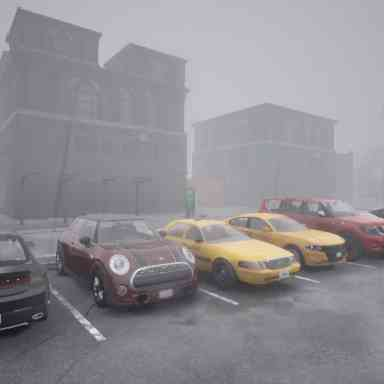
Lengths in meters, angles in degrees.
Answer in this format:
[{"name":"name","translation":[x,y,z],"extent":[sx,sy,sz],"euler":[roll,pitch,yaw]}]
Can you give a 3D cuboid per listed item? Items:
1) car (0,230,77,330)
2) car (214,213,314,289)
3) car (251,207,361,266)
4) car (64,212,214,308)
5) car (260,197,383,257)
[{"name":"car","translation":[-4.145,1.481,6.481],"extent":[2.231,1.521,4.892],"euler":[0,0,-35]},{"name":"car","translation":[0.497,1.478,9.559],"extent":[1.946,1.575,5.366],"euler":[0,0,-35]},{"name":"car","translation":[2.656,1.481,11.326],"extent":[2.097,1.535,5.008],"euler":[0,0,-35]},{"name":"car","translation":[-1.796,1.355,8.196],"extent":[2.185,1.767,4.553],"euler":[0,0,-35]},{"name":"car","translation":[4.944,1.230,12.910],"extent":[2.435,2.045,5.566],"euler":[0,0,-35]}]
